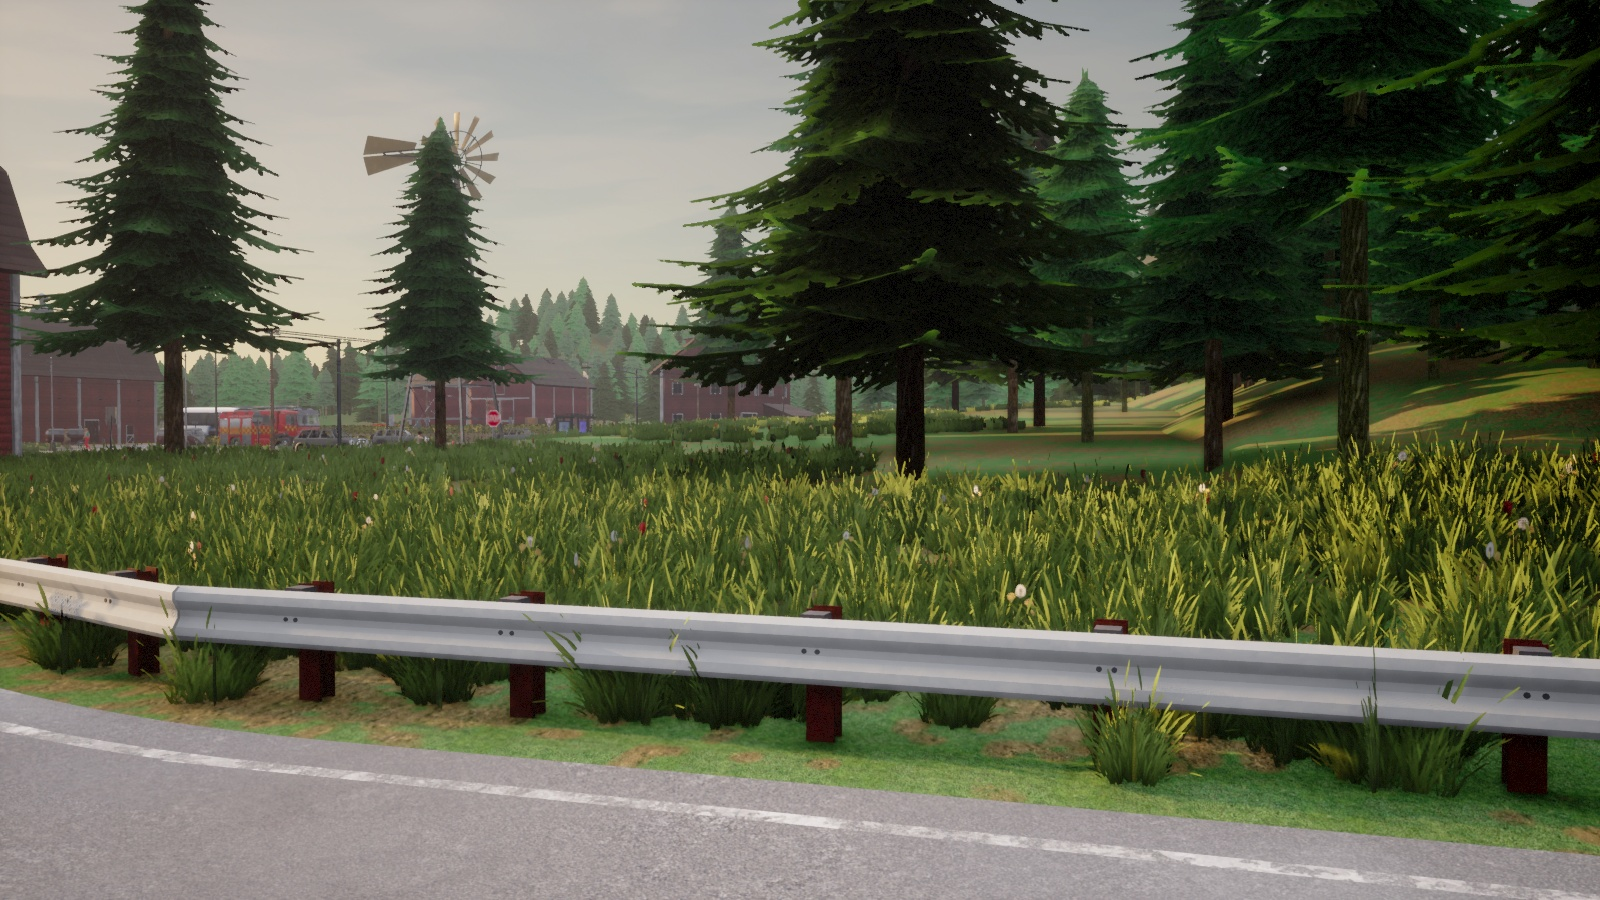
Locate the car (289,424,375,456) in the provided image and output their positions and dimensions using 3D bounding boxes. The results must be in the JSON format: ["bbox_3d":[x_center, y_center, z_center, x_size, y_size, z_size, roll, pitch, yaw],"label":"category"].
[{"bbox_3d":[-27.649,-0.622,74.244,4.605,1.855,1.932,1,1,19],"label":"car"}]
